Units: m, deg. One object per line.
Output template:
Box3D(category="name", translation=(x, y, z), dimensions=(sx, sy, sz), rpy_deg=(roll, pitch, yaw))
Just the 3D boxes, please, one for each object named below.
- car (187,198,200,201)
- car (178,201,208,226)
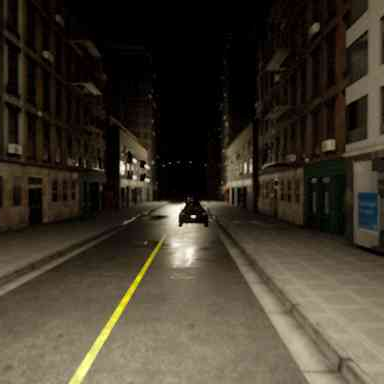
Box3D(category="car", translation=(0.090, 1.444, 41.647), dimensions=(2.128, 1.511, 4.902), rpy_deg=(0, 0, 0))
Box3D(category="car", translation=(0.095, 1.533, 23.090), dimensions=(1.994, 1.385, 4.181), rpy_deg=(0, 0, 0))
